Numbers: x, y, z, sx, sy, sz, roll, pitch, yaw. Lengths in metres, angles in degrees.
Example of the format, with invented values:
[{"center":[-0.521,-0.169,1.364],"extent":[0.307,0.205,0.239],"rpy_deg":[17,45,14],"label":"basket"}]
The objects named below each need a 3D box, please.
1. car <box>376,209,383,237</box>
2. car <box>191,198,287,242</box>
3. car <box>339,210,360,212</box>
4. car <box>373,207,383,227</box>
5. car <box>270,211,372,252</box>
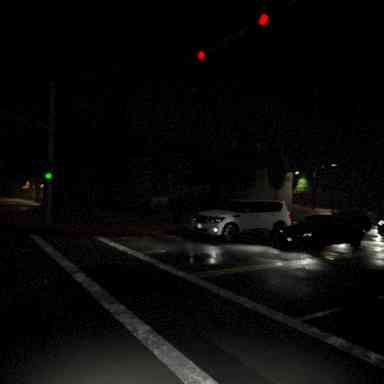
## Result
[{"center":[13.303,1.892,20.454],"extent":[4.553,1.767,2.097],"rpy_deg":[2,0,-39],"label":"car"},{"center":[2.659,1.337,17.136],"extent":[5.566,2.045,2.150],"rpy_deg":[2,0,-34],"label":"car"},{"center":[10.613,1.961,22.761],"extent":[4.674,1.442,1.812],"rpy_deg":[2,0,-38],"label":"car"},{"center":[17.843,2.218,29.792],"extent":[2.128,1.511,4.902],"rpy_deg":[2,0,38],"label":"car"},{"center":[6.007,1.773,15.210],"extent":[4.674,1.442,1.812],"rpy_deg":[2,0,-34],"label":"car"}]
